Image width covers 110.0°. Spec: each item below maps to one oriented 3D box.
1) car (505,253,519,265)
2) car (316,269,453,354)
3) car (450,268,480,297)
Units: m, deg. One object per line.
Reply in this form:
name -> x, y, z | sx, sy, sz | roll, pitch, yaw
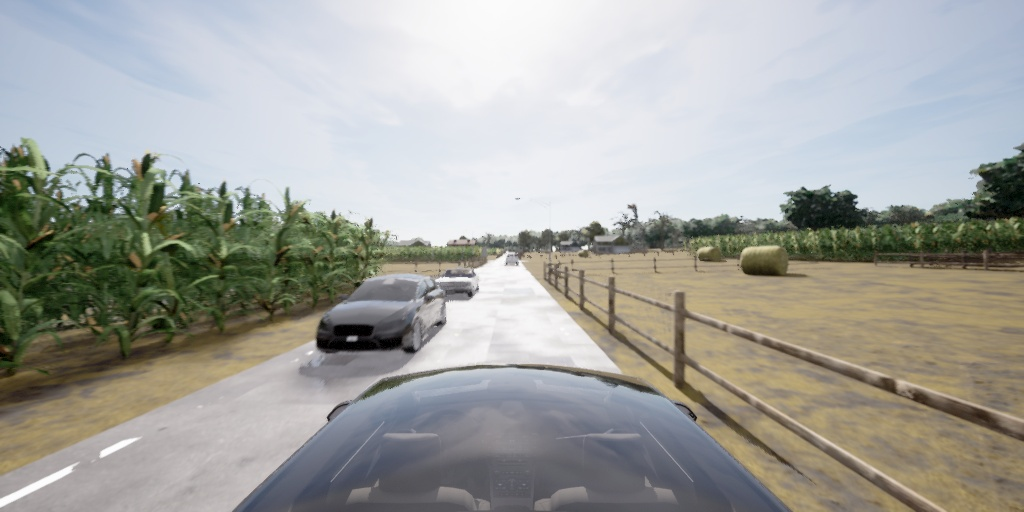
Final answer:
car -> 0.004, 0.493, 61.072 | 2.150, 2.045, 5.566 | 0, 1, 0
car -> -2.839, 1.234, 8.810 | 1.837, 1.490, 4.892 | 0, 0, 0
car -> -2.749, 1.299, 18.439 | 1.895, 1.301, 4.718 | 0, 0, 0
